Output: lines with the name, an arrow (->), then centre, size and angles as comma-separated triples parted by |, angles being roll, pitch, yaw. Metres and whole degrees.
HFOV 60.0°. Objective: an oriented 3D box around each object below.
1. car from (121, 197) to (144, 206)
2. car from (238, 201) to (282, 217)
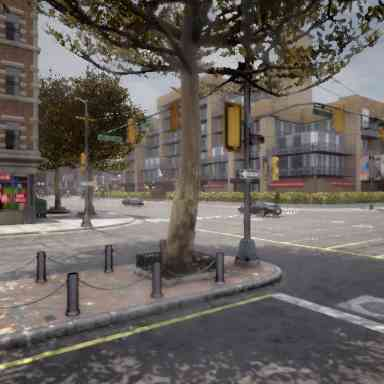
car -> -9.775, 1.555, 54.179 | 2.033, 1.411, 5.357 | 0, 0, -36
car -> 6.370, 1.534, 31.457 | 1.812, 1.442, 4.674 | 0, 0, -32
